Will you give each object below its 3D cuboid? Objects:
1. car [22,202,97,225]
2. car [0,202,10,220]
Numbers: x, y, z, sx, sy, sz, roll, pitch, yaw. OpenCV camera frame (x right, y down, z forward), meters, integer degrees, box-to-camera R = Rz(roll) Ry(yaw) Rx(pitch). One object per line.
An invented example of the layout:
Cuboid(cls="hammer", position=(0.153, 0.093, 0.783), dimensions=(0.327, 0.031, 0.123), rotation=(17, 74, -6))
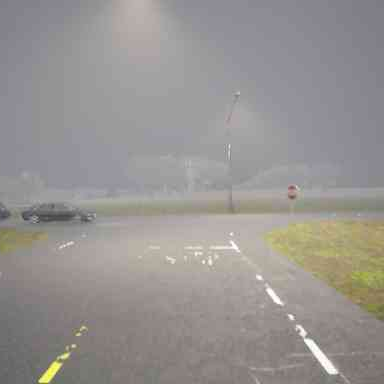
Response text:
Cuboid(cls="car", position=(-9.162, 1.474, 23.202), dimensions=(4.892, 1.490, 1.837), rotation=(0, -1, 0))
Cuboid(cls="car", position=(-19.193, 1.694, 30.175), dimensions=(4.553, 1.767, 2.097), rotation=(-1, -2, 0))
